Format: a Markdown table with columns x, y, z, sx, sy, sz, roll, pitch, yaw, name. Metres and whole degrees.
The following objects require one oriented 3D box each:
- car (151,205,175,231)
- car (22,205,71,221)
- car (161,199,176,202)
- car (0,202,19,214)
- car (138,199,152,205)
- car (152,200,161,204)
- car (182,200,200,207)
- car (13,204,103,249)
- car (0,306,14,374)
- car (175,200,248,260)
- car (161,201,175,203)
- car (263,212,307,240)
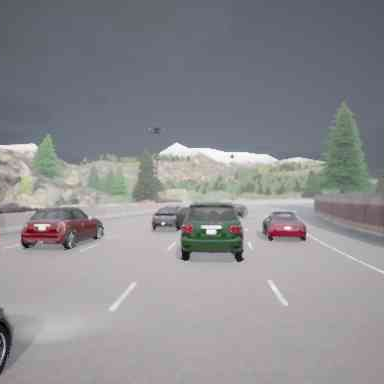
| x | y | z | sx | sy | sz | roll | pitch | yaw | name |
| --- | --- | --- | --- | --- | --- | --- | --- | --- | --- |
| -1.375 | 1.767 | 22.742 | 2.128 | 1.511 | 4.902 | 0 | -1 | 9 | car |
| -13.990 | 1.978 | 32.326 | 1.895 | 1.301 | 4.718 | 0 | -1 | 12 | car |
| -3.897 | 2.330 | 70.744 | 1.882 | 1.535 | 5.008 | 0 | -1 | 27 | car |
| -17.448 | 1.980 | 32.868 | 1.895 | 1.301 | 4.718 | 0 | -1 | 12 | car |
| -10.089 | 2.362 | 74.002 | 1.882 | 1.535 | 5.008 | 0 | -1 | 27 | car |
| -6.106 | 2.244 | 74.060 | 2.097 | 1.767 | 4.553 | 0 | -1 | 27 | car |
| -0.132 | 2.446 | 70.375 | 1.895 | 1.301 | 4.718 | 0 | -1 | 27 | car |
| -5.884 | 1.535 | 15.673 | 2.097 | 1.767 | 4.553 | 0 | -1 | 6 | car |
| -3.289 | 1.553 | 2.449 | 1.812 | 1.442 | 4.674 | 0 | -1 | 1 | car |
| 0.854 | 1.386 | 13.284 | 2.150 | 2.045 | 5.566 | 0 | 0 | 5 | car |
| -1.753 | 2.051 | 37.290 | 1.895 | 1.301 | 4.718 | 0 | -1 | 15 | car |
| 5.057 | 1.795 | 18.557 | 1.994 | 1.385 | 4.181 | 0 | -1 | 8 | car |
